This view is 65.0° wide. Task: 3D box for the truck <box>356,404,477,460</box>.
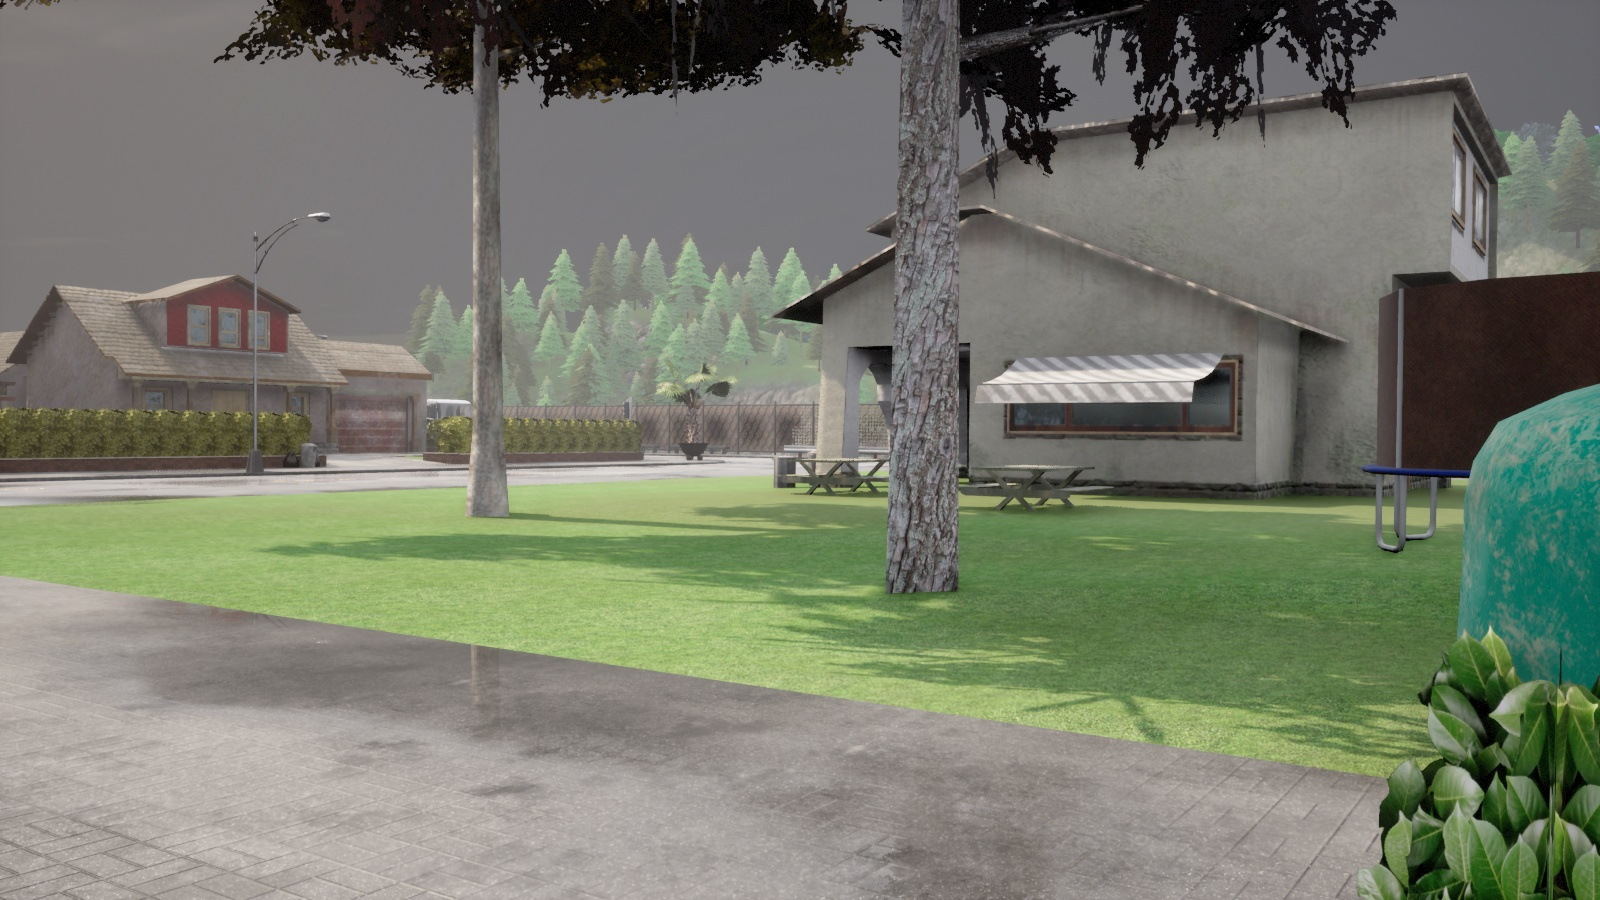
[{"bbox_3d":[-24.410,-1.120,79.860,7.936,3.462,2.891,0,1,33],"label":"truck"}]
